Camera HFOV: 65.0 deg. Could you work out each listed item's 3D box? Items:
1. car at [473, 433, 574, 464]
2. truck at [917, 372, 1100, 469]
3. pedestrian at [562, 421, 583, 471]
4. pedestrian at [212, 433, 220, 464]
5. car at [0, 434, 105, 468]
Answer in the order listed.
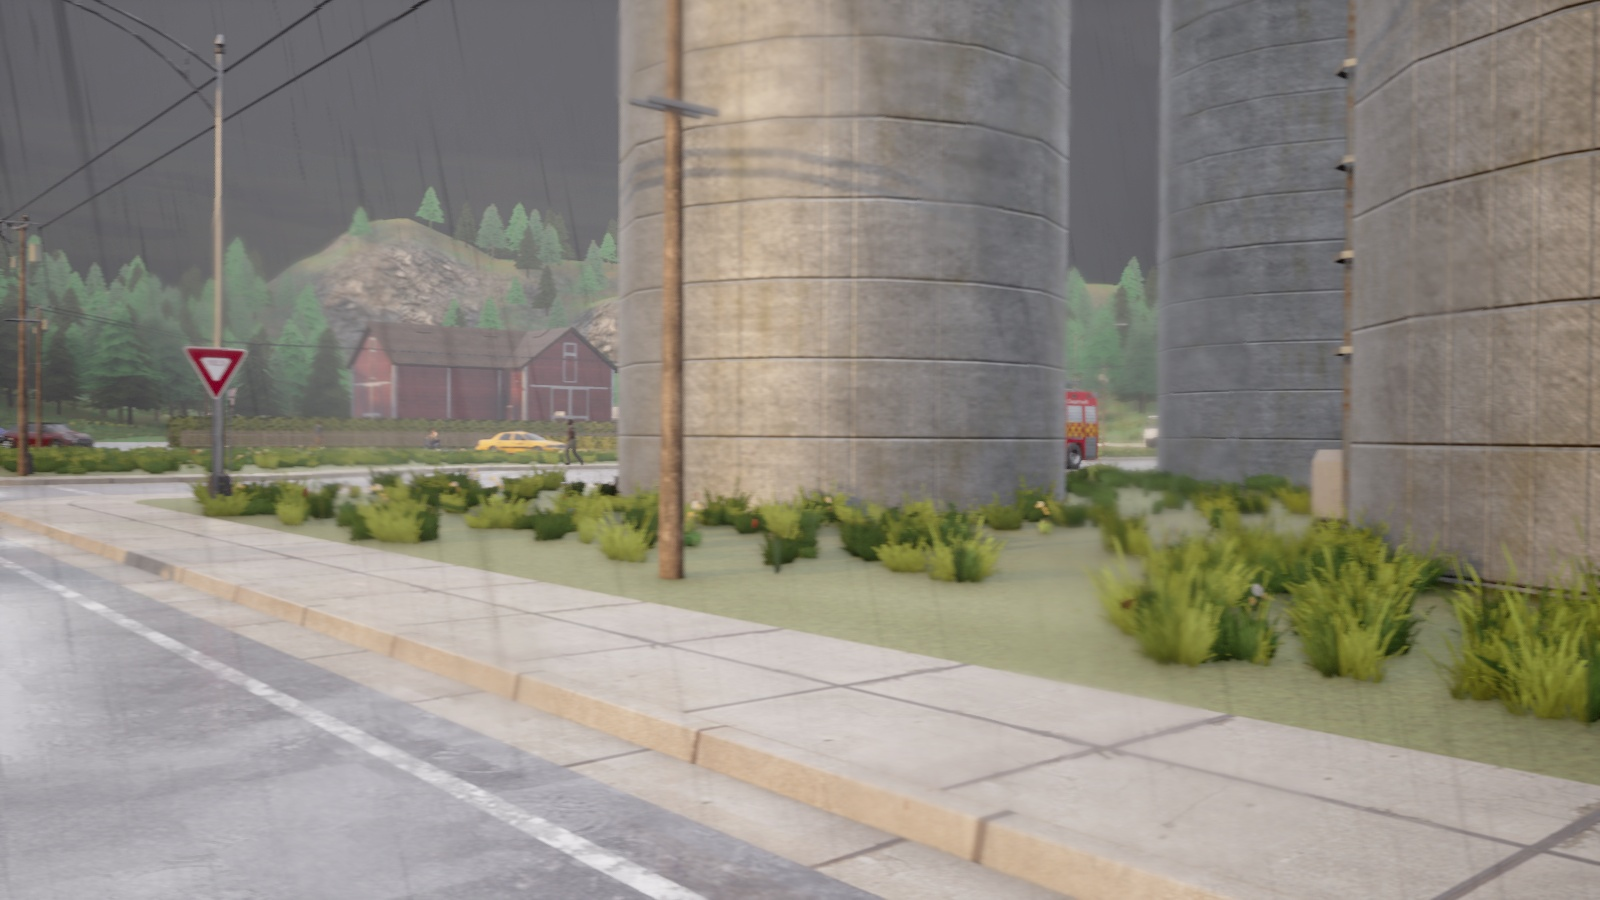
[{"bbox_3d":[-15.165,-0.080,68.791,5.366,1.575,1.801,-1,1,24],"label":"car"},{"bbox_3d":[8.941,-1.236,53.096,8.468,3.827,2.891,-1,1,-41],"label":"truck"},{"bbox_3d":[-8.795,-0.165,48.562,0.666,1.930,0.402,-1,1,-42],"label":"pedestrian"},{"bbox_3d":[-34.181,-0.094,73.516,0.353,1.847,0.614,-1,1,-29],"label":"pedestrian"},{"bbox_3d":[-40.219,0.040,67.605,4.553,1.767,2.097,0,1,11],"label":"car"}]
